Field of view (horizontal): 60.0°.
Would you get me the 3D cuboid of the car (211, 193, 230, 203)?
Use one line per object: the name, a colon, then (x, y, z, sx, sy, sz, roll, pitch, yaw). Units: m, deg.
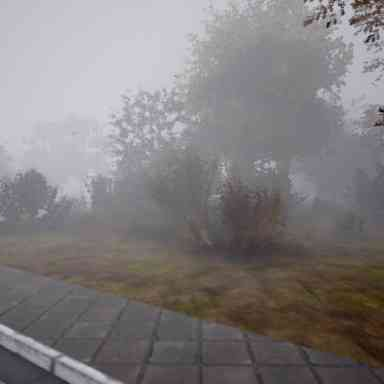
car: (5.791, 1.164, 67.357, 2.097, 1.767, 4.553, 0, 0, 32)

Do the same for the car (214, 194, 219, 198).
car: (4.736, 1.314, 59.120, 1.882, 1.535, 5.008, 0, 0, 32)
